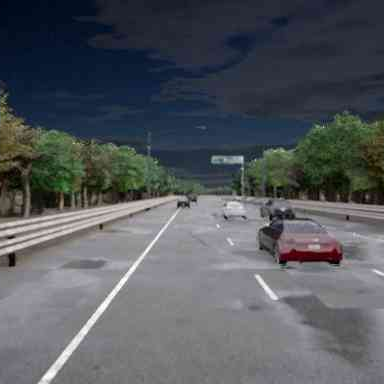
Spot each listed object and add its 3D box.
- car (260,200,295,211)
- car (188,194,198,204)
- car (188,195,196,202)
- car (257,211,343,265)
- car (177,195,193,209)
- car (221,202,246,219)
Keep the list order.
[{"bbox_3d":[7.106,1.417,28.080,2.097,1.767,4.553,0,0,0],"label":"car"},{"bbox_3d":[0.012,1.406,67.515,2.150,2.045,5.566,0,0,0],"label":"car"},{"bbox_3d":[0.015,1.626,85.425,1.882,1.535,5.008,0,0,0],"label":"car"},{"bbox_3d":[3.603,1.589,11.796,1.994,1.385,4.181,0,0,0],"label":"car"},{"bbox_3d":[-1.216,1.608,48.461,1.882,1.535,5.008,0,0,0],"label":"car"},{"bbox_3d":[3.606,1.594,29.441,1.812,1.442,4.674,0,0,0],"label":"car"}]
